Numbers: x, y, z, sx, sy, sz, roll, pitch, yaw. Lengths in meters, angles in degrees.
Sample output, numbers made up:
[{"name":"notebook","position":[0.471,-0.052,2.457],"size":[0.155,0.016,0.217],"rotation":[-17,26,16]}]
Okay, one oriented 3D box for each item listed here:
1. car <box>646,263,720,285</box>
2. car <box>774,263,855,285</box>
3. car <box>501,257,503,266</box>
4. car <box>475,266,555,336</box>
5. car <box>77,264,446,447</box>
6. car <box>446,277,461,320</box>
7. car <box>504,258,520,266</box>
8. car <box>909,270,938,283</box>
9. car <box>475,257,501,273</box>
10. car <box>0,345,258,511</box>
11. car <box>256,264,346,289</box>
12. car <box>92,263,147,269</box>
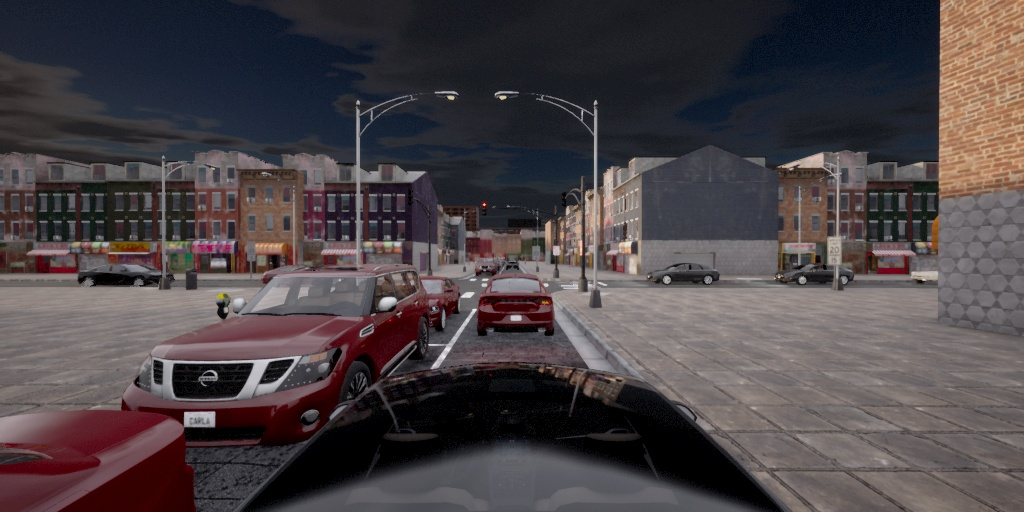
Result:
[{"name":"car","position":[12.218,1.264,25.757],"size":[4.892,1.490,1.837],"rotation":[0,0,0]},{"name":"car","position":[21.609,1.277,25.744],"size":[4.892,1.490,1.837],"rotation":[0,0,0]},{"name":"car","position":[-2.657,1.081,48.245],"size":[2.192,1.841,5.009],"rotation":[0,0,0]},{"name":"car","position":[0.093,1.227,10.445],"size":[1.882,1.535,5.008],"rotation":[0,0,0]},{"name":"car","position":[-2.640,1.064,5.548],"size":[2.192,1.841,5.009],"rotation":[0,0,0]},{"name":"car","position":[-2.642,1.294,10.982],"size":[1.888,1.381,4.507],"rotation":[0,0,0]},{"name":"car","position":[0.081,1.278,54.507],"size":[1.837,1.490,4.892],"rotation":[0,0,0]},{"name":"car","position":[31.770,1.390,25.727],"size":[4.718,1.301,1.895],"rotation":[0,0,0]},{"name":"car","position":[-2.652,1.072,37.391],"size":[2.192,1.841,5.009],"rotation":[0,0,0]},{"name":"car","position":[-2.638,1.295,0.115],"size":[1.888,1.381,4.507],"rotation":[0,0,0]},{"name":"car","position":[-13.348,1.278,22.881],"size":[4.674,1.442,1.812],"rotation":[0,0,-1]},{"name":"car","position":[-24.454,1.220,22.860],"size":[5.008,1.535,1.882],"rotation":[0,0,0]}]
